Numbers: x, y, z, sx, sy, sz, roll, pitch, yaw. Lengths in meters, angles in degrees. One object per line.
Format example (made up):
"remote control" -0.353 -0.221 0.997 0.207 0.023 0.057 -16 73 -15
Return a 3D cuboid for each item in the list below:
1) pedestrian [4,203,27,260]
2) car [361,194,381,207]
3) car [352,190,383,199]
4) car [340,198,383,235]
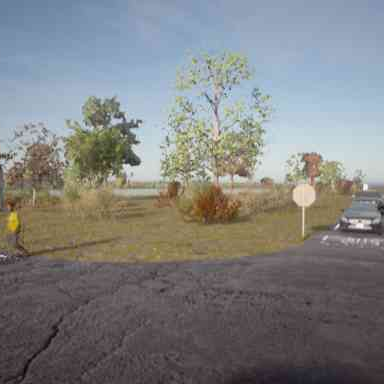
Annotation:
"pedestrian" -5.635 1.185 10.542 0.375 1.860 0.375 1 2 30
"car" 21.970 1.027 40.661 1.994 1.385 4.181 1 1 30
"car" 14.790 0.846 27.919 2.150 2.045 5.566 1 1 29
"car" 8.918 1.279 17.445 1.812 1.442 4.674 1 1 29
